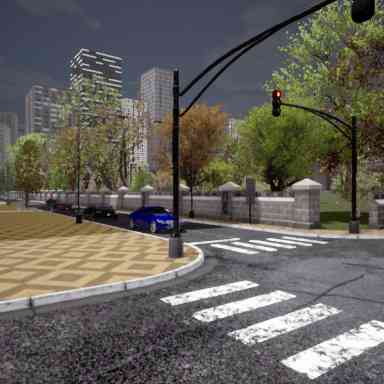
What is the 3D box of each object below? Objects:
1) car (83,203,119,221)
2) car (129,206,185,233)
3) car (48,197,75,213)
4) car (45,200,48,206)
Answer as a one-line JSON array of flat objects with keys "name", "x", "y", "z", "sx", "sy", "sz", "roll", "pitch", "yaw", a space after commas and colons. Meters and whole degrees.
[{"name": "car", "x": -7.753, "y": 1.635, "z": 28.103, "sx": 1.994, "sy": 1.385, "sz": 4.181, "roll": 0, "pitch": 0, "yaw": -34}, {"name": "car", "x": -2.262, "y": 1.568, "z": 20.030, "sx": 1.812, "sy": 1.442, "sz": 4.674, "roll": 0, "pitch": 0, "yaw": -34}, {"name": "car", "x": -15.087, "y": 1.672, "z": 38.928, "sx": 1.994, "sy": 1.385, "sz": 4.181, "roll": 0, "pitch": 0, "yaw": -34}, {"name": "car", "x": -24.196, "y": 1.672, "z": 58.003, "sx": 2.128, "sy": 1.511, "sz": 4.902, "roll": 0, "pitch": 0, "yaw": -34}]
